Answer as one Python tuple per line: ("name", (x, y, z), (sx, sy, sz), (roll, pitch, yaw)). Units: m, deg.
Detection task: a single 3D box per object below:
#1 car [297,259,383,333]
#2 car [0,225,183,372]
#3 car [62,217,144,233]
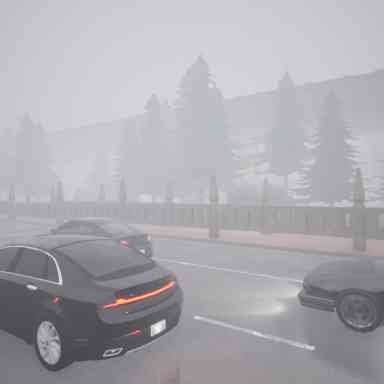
("car", (4.510, 1.547, 5.075), (5.357, 1.411, 2.033), (0, 0, 35))
("car", (-2.411, 1.505, 5.707), (4.892, 1.490, 1.837), (0, 0, 35))
("car", (-3.305, 1.526, 10.637), (4.674, 1.442, 1.812), (0, 0, 35))
